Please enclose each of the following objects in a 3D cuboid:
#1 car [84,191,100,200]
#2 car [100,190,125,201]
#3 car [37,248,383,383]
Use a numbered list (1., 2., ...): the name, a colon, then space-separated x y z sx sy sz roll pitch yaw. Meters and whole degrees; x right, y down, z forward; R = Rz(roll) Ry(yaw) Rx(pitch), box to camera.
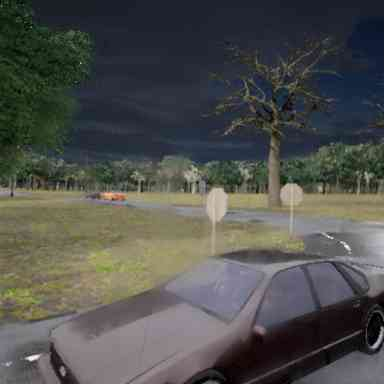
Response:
1. car: -18.014 0.606 60.193 1.837 1.490 4.892 2 -1 -36
2. car: -12.246 0.500 52.203 2.097 1.767 4.553 2 -1 -35
3. car: 0.930 1.553 4.526 5.357 1.411 2.033 0 0 -35
